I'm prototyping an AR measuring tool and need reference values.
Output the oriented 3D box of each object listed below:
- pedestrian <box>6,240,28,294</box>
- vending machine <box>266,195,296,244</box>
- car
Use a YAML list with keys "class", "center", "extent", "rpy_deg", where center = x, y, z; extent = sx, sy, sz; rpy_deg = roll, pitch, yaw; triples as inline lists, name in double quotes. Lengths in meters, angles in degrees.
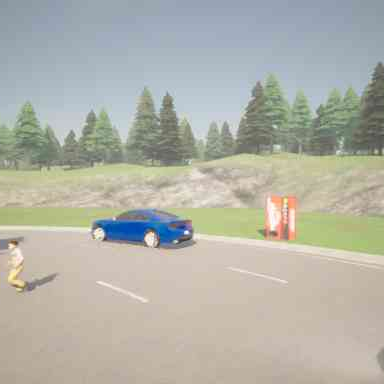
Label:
- class: "pedestrian"
  center: [-3.826, 1.574, 7.295]
  extent: [0.375, 1.300, 0.375]
  rpy_deg: [0, 0, 41]
- class: "vending machine"
  center: [4.051, 1.195, 15.098]
  extent: [0.880, 2.100, 1.100]
  rpy_deg: [0, 0, 43]
- class: "car"
  center: [-2.288, 1.477, 14.657]
  extent: [5.008, 1.535, 1.882]
  rpy_deg: [0, -1, 33]
